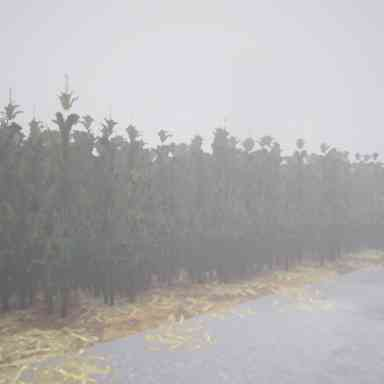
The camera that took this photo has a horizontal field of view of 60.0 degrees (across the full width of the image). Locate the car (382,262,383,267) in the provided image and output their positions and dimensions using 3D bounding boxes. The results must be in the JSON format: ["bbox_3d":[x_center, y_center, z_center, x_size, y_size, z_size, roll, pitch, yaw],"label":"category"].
[{"bbox_3d":[7.063,1.665,9.010,4.718,1.301,1.895,0,0,-38],"label":"car"}]
